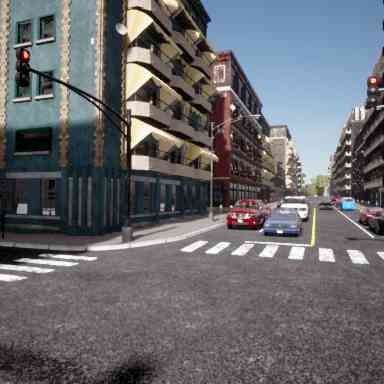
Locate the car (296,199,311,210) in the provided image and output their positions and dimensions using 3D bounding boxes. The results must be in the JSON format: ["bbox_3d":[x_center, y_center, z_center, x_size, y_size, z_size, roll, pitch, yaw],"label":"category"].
[{"bbox_3d":[16.168,1.774,48.120,1.837,1.490,4.892,0,0,20],"label":"car"}]

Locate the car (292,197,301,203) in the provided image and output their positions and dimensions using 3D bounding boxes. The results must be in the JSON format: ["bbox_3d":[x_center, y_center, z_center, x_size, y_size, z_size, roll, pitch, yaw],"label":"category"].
[{"bbox_3d":[25.161,1.946,79.983,1.887,1.381,4.507,1,0,20],"label":"car"}]

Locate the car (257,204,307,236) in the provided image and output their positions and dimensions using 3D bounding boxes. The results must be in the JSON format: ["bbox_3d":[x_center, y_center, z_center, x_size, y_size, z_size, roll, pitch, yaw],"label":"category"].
[{"bbox_3d":[5.491,1.682,19.708,2.033,1.411,5.357,0,0,21],"label":"car"}]

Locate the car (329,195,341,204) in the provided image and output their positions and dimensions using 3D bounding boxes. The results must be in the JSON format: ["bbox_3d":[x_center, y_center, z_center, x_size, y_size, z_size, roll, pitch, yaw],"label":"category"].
[{"bbox_3d":[33.006,1.765,77.023,2.192,1.841,5.009,1,0,20],"label":"car"}]

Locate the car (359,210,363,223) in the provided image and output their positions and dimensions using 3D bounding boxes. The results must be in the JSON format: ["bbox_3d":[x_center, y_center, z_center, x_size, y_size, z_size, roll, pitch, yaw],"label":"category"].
[{"bbox_3d":[13.579,1.783,24.809,1.802,1.307,4.206,1,0,20],"label":"car"}]

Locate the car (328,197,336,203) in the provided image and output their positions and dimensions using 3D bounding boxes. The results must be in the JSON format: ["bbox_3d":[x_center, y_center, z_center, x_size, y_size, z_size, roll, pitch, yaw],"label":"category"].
[{"bbox_3d":[36.946,2.027,87.626,1.752,1.417,4.829,1,0,20],"label":"car"}]

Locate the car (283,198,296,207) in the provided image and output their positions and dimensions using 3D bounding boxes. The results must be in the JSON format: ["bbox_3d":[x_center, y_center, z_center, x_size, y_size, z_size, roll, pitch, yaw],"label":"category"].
[{"bbox_3d":[17.392,1.867,59.097,1.947,1.339,4.313,1,0,20],"label":"car"}]

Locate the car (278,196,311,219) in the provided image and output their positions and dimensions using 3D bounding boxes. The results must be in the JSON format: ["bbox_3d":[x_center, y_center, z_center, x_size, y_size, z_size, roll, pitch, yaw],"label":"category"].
[{"bbox_3d":[9.002,1.400,29.074,2.150,2.045,5.566,0,0,21],"label":"car"}]

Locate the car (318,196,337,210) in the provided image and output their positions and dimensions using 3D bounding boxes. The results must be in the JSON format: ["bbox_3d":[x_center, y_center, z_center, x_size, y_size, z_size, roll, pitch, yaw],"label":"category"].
[{"bbox_3d":[19.231,1.781,47.749,2.128,1.511,4.902,0,0,20],"label":"car"}]

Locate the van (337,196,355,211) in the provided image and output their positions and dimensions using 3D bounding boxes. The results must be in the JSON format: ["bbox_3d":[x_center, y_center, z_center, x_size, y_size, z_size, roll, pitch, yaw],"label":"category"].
[{"bbox_3d":[21.353,1.641,45.695,1.690,1.788,3.998,1,0,20],"label":"van"}]

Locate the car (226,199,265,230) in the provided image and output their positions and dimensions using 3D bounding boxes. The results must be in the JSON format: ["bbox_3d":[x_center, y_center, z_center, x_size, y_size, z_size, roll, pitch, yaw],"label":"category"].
[{"bbox_3d":[3.802,1.444,22.545,2.192,1.841,5.009,1,0,20],"label":"car"}]

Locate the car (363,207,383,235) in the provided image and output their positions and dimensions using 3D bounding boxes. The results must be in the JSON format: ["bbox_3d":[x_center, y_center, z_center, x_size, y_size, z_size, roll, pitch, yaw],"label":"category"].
[{"bbox_3d":[11.637,1.743,19.587,1.947,1.339,4.313,1,0,20],"label":"car"}]

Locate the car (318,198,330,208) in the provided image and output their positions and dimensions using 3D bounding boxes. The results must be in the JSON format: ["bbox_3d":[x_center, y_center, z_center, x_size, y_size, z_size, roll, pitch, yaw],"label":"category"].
[{"bbox_3d":[22.850,1.862,57.480,1.812,1.442,4.674,0,0,20],"label":"car"}]

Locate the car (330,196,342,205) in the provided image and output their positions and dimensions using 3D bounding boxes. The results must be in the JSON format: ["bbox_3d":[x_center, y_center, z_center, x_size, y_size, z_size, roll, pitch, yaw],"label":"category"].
[{"bbox_3d":[31.064,1.740,71.802,2.192,1.841,5.009,1,0,20],"label":"car"}]

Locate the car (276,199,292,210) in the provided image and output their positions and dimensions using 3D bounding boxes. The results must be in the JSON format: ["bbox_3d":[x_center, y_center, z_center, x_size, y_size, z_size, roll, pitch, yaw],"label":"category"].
[{"bbox_3d":[13.508,1.818,48.654,1.947,1.339,4.313,1,0,20],"label":"car"}]
